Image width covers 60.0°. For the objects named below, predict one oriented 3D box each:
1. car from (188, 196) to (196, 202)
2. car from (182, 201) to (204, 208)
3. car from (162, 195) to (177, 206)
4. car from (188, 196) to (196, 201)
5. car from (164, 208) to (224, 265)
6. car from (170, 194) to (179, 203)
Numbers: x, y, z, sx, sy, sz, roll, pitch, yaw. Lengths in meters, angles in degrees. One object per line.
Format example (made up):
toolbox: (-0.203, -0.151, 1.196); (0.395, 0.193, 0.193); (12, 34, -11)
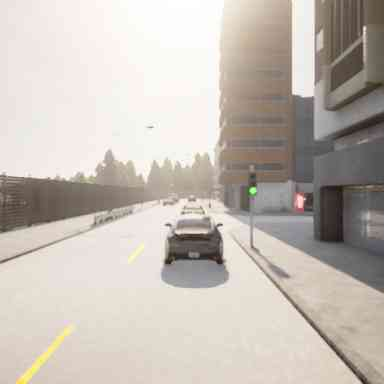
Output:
car: (0.015, 1.644, 84.615); (1.812, 1.442, 4.674); (0, 0, 0)
car: (0.082, 1.658, 27.987); (1.895, 1.301, 4.718); (0, 0, 0)
car: (-4.039, 1.642, 57.636); (1.812, 1.442, 4.674); (0, 0, 1)
car: (0.013, 1.648, 74.198); (1.837, 1.490, 4.892); (0, 0, 0)
car: (0.072, 1.530, 11.827); (1.837, 1.490, 4.892); (0, 0, 0)
car: (-3.988, 1.369, 73.108); (2.150, 2.045, 5.566); (0, 0, 0)
